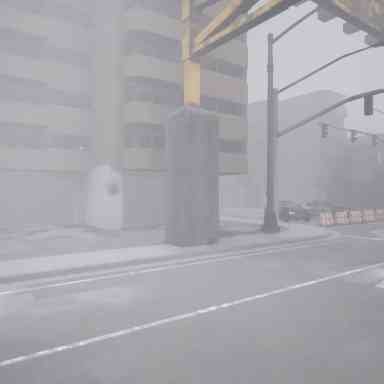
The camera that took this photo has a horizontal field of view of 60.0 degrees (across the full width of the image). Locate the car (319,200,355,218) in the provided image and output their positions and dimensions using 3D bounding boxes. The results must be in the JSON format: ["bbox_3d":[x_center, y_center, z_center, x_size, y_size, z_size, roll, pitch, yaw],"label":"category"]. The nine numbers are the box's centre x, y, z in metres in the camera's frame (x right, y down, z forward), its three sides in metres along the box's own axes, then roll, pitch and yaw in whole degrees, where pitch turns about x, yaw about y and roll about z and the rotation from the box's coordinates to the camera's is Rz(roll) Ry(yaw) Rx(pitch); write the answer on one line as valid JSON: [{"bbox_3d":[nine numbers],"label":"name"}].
[{"bbox_3d":[11.006,1.453,28.134,4.974,1.542,2.038,0,0,34],"label":"car"}]

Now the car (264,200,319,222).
[{"bbox_3d":[7.439,1.453,25.969,2.038,1.542,4.974,0,0,-11],"label":"car"}]

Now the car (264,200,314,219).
[{"bbox_3d":[7.429,1.295,26.020,1.853,1.218,4.536,0,0,-11],"label":"car"}]

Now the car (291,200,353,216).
[{"bbox_3d":[10.962,1.295,28.162,4.536,1.218,1.853,0,0,34],"label":"car"}]
